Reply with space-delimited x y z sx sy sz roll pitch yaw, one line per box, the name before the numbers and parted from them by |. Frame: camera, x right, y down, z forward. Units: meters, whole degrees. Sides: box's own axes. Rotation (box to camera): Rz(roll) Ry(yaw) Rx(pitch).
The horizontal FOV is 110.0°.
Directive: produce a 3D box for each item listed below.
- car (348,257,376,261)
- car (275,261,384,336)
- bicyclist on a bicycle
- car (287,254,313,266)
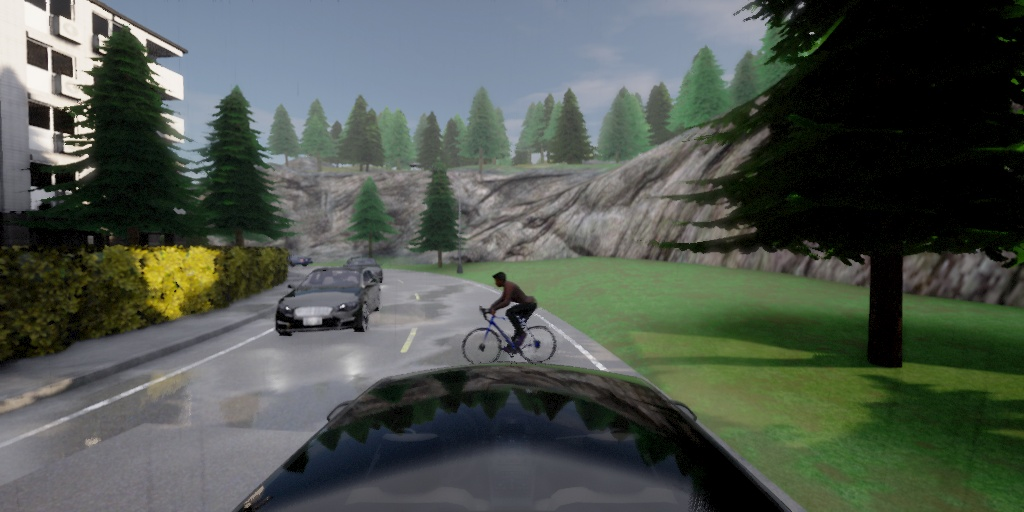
car | -8.924 0.815 21.373 2.128 1.511 4.902 -1 1 -29
car | -4.806 1.065 9.970 2.128 1.511 4.902 0 1 -14
bicyclist on a bicycle | -0.041 1.094 6.215 1.656 1.620 0.582 -1 1 -6
car | -24.686 0.491 39.621 5.357 1.411 2.033 0 1 17
